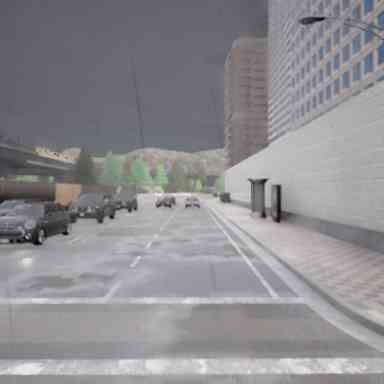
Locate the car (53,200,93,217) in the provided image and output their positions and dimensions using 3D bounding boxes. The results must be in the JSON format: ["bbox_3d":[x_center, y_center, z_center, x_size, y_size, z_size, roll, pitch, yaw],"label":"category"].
[{"bbox_3d":[-10.599,1.438,29.992,1.895,1.301,4.718,0,0,0],"label":"car"}]

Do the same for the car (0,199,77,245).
[{"bbox_3d":[-7.094,1.259,14.849,2.097,1.767,4.553,0,0,0],"label":"car"}]

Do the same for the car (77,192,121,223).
[{"bbox_3d":[-7.094,1.084,24.285,2.150,2.045,5.566,0,0,0],"label":"car"}]

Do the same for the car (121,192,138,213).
[{"bbox_3d":[-7.078,1.033,35.014,2.150,2.045,5.566,0,0,0],"label":"car"}]

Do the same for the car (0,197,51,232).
[{"bbox_3d":[-10.600,1.236,20.197,2.097,1.767,4.553,0,0,0],"label":"car"}]

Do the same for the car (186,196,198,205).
[{"bbox_3d":[-0.020,1.324,52.917,1.895,1.301,4.718,0,0,0],"label":"car"}]

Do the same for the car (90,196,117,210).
[{"bbox_3d":[-10.575,1.267,40.210,1.882,1.535,5.008,0,0,0],"label":"car"}]

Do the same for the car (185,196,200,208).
[{"bbox_3d":[0.079,1.372,42.676,1.895,1.301,4.718,0,0,0],"label":"car"}]

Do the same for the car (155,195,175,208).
[{"bbox_3d":[-3.517,1.376,42.344,1.895,1.301,4.718,0,0,0],"label":"car"}]
